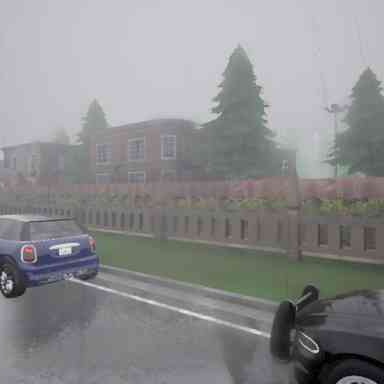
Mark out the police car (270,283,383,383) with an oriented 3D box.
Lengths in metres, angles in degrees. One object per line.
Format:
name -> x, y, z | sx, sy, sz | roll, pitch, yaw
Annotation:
police car -> 3.259, 1.425, 2.711 | 5.238, 1.638, 1.930 | 0, 0, 38

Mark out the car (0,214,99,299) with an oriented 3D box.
car -> -4.519, 1.351, 8.770 | 4.553, 1.767, 2.097 | 0, 0, 38
